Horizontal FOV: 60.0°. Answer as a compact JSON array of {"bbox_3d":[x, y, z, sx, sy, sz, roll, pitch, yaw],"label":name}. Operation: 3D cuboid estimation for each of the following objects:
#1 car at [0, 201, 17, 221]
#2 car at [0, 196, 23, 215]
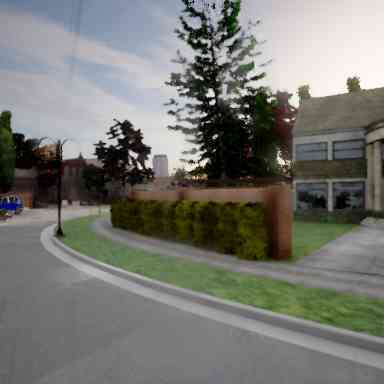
[{"bbox_3d":[-15.278,1.646,24.801,2.033,1.411,5.357,0,0,-9],"label":"car"},{"bbox_3d":[-19.177,1.391,33.083,2.150,2.045,5.566,-1,0,5],"label":"car"}]
